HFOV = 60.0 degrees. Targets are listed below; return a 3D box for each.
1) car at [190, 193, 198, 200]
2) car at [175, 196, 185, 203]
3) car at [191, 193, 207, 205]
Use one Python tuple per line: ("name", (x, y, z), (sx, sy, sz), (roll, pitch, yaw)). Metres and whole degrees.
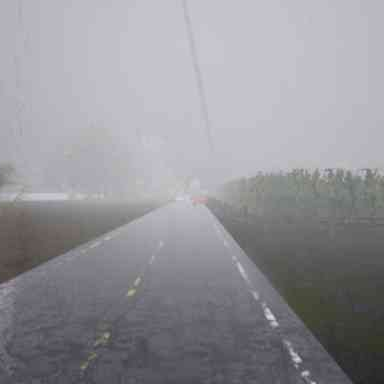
("car", (0.541, 1.078, 86.512), (2.097, 1.767, 4.553), (0, 0, 0))
("car", (-2.352, 1.428, 65.679), (1.812, 1.442, 4.674), (0, 0, 1))
("car", (1.297, 1.261, 54.706), (2.097, 1.767, 4.553), (0, 0, 0))
